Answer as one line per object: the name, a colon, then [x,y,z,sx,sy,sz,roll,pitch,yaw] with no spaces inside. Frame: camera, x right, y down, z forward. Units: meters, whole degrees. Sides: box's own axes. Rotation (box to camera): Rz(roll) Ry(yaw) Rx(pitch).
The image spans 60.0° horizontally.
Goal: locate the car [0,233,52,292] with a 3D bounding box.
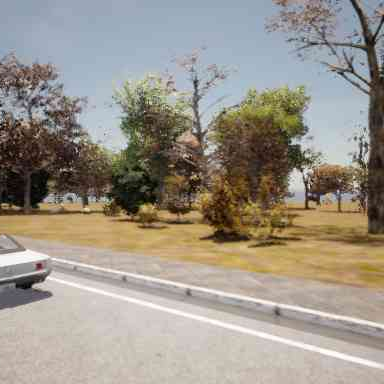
car: [-5.459,1.602,7.884,4.718,1.301,1.895,0,0,35]
